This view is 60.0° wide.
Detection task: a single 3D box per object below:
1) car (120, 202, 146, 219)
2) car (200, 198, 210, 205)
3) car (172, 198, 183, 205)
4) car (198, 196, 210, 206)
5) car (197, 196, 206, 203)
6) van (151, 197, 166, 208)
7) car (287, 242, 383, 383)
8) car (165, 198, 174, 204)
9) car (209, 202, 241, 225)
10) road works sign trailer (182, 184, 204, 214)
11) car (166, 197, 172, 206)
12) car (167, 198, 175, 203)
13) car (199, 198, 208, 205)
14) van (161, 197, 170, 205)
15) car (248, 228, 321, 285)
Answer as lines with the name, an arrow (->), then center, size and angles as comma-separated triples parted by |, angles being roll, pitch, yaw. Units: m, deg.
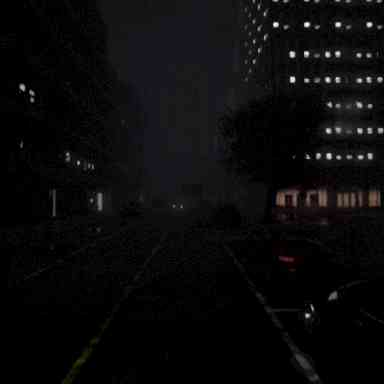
car -> -5.680, 1.721, 32.326 | 1.967, 1.590, 4.097 | 1, 0, 0
car -> 2.693, 2.116, 72.103 | 2.008, 1.369, 4.403 | 1, 0, 0
car -> -3.012, 2.036, 71.792 | 1.882, 1.535, 5.008 | 0, 0, 0
car -> 2.693, 2.078, 66.406 | 2.008, 1.369, 4.403 | 1, 0, 0
car -> 2.694, 2.022, 94.898 | 2.192, 1.841, 5.009 | 1, 0, 0
van -> -5.681, 1.789, 55.123 | 1.690, 1.788, 3.998 | 1, 0, 0
car -> 2.702, 1.602, 3.722 | 1.947, 1.339, 4.313 | 1, -1, 0
car -> -5.690, 2.189, 83.616 | 2.008, 1.369, 4.403 | 1, 0, 0
car -> 2.701, 1.675, 26.519 | 1.967, 1.590, 4.097 | 1, 0, 0
road works sign trailer -> -0.007, 0.804, 40.035 | 2.380, 3.560, 2.880 | 0, 0, 0
car -> -5.687, 2.094, 66.522 | 1.947, 1.339, 4.313 | 1, 0, 0
car -> -5.691, 2.255, 89.313 | 1.802, 1.307, 4.206 | 1, 0, 0
car -> 2.692, 2.146, 77.802 | 1.887, 1.381, 4.507 | 1, 0, 0
van -> -5.684, 1.907, 72.221 | 1.690, 1.788, 3.998 | 1, 0, 0
car -> 2.701, 1.670, 9.421 | 1.802, 1.307, 4.206 | 1, -1, 0
